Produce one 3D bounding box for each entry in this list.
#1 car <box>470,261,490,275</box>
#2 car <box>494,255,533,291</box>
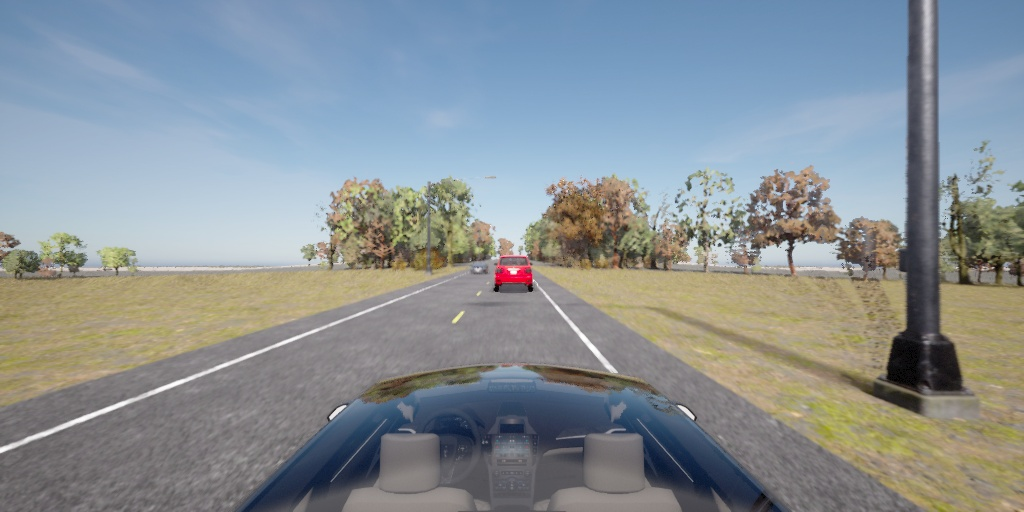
[{"bbox_3d":[-3.571,1.274,39.956,1.812,1.442,4.674,0,0,0],"label":"car"},{"bbox_3d":[0.093,0.970,21.934,2.150,2.045,5.566,0,0,0],"label":"car"}]
